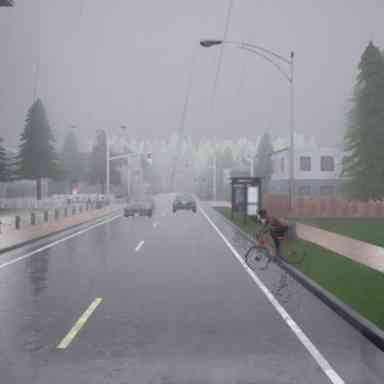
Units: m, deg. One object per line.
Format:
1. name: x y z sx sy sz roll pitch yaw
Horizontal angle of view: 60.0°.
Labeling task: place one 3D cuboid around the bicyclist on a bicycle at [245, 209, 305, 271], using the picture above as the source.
1. bicyclist on a bicycle: 2.169 1.248 8.939 1.656 1.620 0.582 -9 1 -1

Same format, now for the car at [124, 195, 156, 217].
1. car: -4.124 1.058 26.820 2.097 1.767 4.553 0 1 -1

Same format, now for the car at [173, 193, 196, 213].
1. car: -0.703 0.957 31.433 2.097 1.767 4.553 0 1 -1
